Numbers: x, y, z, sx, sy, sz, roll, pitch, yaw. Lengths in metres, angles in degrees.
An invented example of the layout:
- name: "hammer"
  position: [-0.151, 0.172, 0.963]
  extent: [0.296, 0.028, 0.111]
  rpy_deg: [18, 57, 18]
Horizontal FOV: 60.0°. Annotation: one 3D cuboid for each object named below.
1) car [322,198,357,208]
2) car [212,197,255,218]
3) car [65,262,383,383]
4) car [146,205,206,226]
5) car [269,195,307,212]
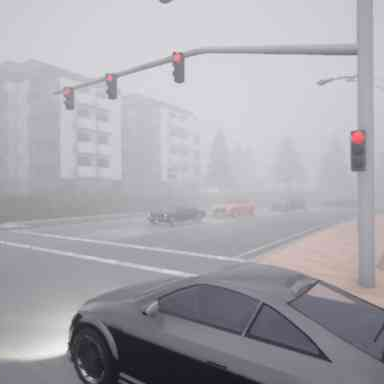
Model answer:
- name: "car"
  position: [18.837, 1.376, 42.132]
  extent: [4.718, 1.301, 1.895]
  rpy_deg: [-1, 0, -27]
- name: "car"
  position: [3.740, 1.269, 29.604]
  extent: [2.097, 1.767, 4.553]
  rpy_deg: [0, 0, 40]
- name: "car"
  position: [0.419, 1.552, 3.810]
  extent: [4.181, 1.385, 1.994]
  rpy_deg: [0, 0, 37]
- name: "car"
  position: [-1.028, 1.567, 23.254]
  extent: [1.895, 1.301, 4.718]
  rpy_deg: [0, 0, 35]
- name: "car"
  position: [10.557, 1.203, 36.597]
  extent: [4.553, 1.767, 2.097]
  rpy_deg: [-1, 0, -38]
